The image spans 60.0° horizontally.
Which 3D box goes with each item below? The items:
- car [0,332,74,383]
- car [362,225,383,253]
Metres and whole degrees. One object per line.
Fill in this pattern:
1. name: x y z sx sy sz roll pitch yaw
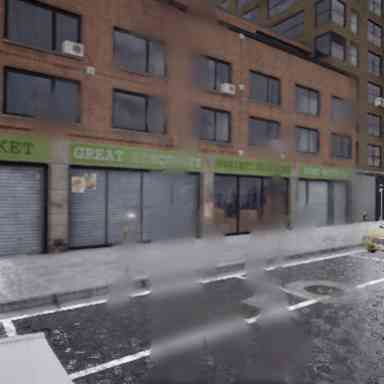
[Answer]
1. car: -2.877 1.597 1.319 4.718 1.301 1.895 0 0 -35
2. car: 8.329 1.559 12.701 4.829 1.417 1.752 0 0 -36
